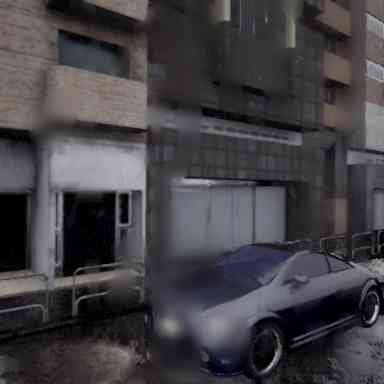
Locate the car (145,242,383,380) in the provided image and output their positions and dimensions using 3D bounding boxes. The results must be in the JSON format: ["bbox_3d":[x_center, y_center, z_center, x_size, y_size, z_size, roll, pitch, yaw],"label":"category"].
[{"bbox_3d":[1.340,1.595,5.546,4.181,1.385,1.994,1,0,-35],"label":"car"}]
